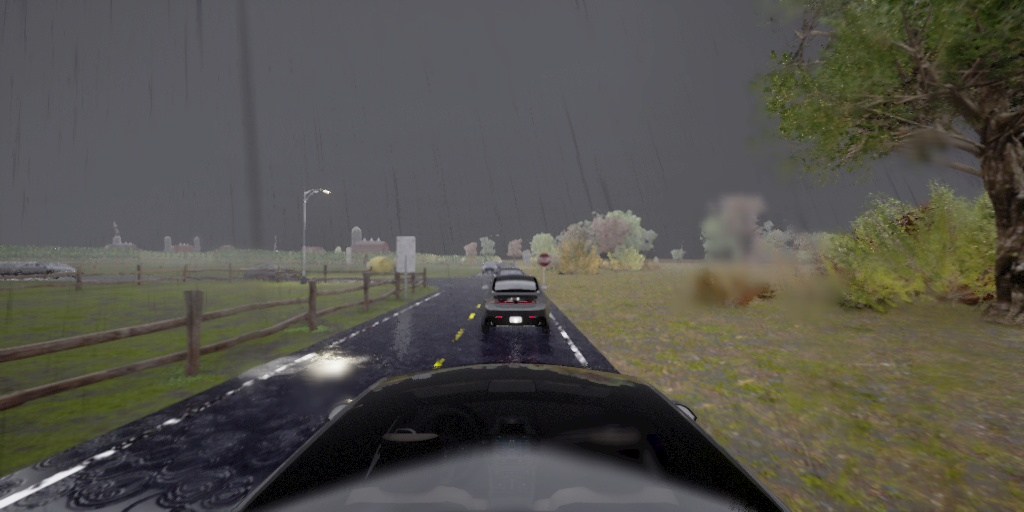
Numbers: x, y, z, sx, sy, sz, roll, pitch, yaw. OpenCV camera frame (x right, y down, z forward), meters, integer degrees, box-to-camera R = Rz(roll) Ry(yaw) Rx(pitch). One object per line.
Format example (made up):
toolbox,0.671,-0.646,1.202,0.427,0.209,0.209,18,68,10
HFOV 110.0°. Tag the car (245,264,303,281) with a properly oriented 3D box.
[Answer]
car,-20.428,1.425,30.869,4.181,1.385,1.994,0,0,-1

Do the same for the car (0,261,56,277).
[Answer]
car,-46.588,1.214,33.465,5.357,1.411,2.033,0,0,0

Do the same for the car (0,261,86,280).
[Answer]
car,-39.607,1.217,30.663,4.902,1.511,2.128,0,0,0

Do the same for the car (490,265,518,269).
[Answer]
car,-0.148,1.452,22.039,2.033,1.411,5.357,0,0,-3

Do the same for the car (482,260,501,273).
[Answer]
car,-2.894,1.478,48.225,2.097,1.767,4.553,0,-1,0

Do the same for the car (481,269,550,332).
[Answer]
car,0.091,1.325,11.187,1.837,1.490,4.892,0,0,0
